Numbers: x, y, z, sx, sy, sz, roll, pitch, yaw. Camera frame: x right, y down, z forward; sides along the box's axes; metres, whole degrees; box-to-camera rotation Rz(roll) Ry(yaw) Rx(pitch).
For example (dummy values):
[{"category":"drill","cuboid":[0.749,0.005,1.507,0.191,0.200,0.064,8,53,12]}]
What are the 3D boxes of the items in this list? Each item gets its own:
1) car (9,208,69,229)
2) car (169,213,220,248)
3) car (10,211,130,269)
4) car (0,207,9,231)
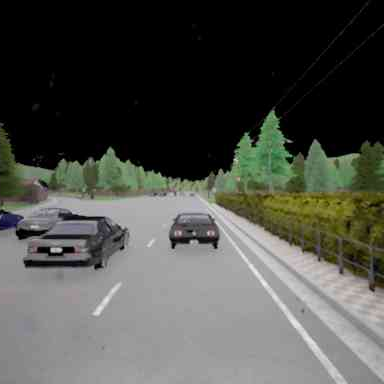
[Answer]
[{"category":"car","cuboid":[-6.905,1.491,16.627,1.994,1.385,4.181,0,0,0]},{"category":"car","cuboid":[0.093,1.537,14.380,1.895,1.301,4.718,0,0,0]},{"category":"car","cuboid":[-3.415,1.499,10.893,2.033,1.411,5.357,0,0,0]},{"category":"car","cuboid":[-10.404,1.451,16.951,1.812,1.442,4.674,0,0,0]}]
